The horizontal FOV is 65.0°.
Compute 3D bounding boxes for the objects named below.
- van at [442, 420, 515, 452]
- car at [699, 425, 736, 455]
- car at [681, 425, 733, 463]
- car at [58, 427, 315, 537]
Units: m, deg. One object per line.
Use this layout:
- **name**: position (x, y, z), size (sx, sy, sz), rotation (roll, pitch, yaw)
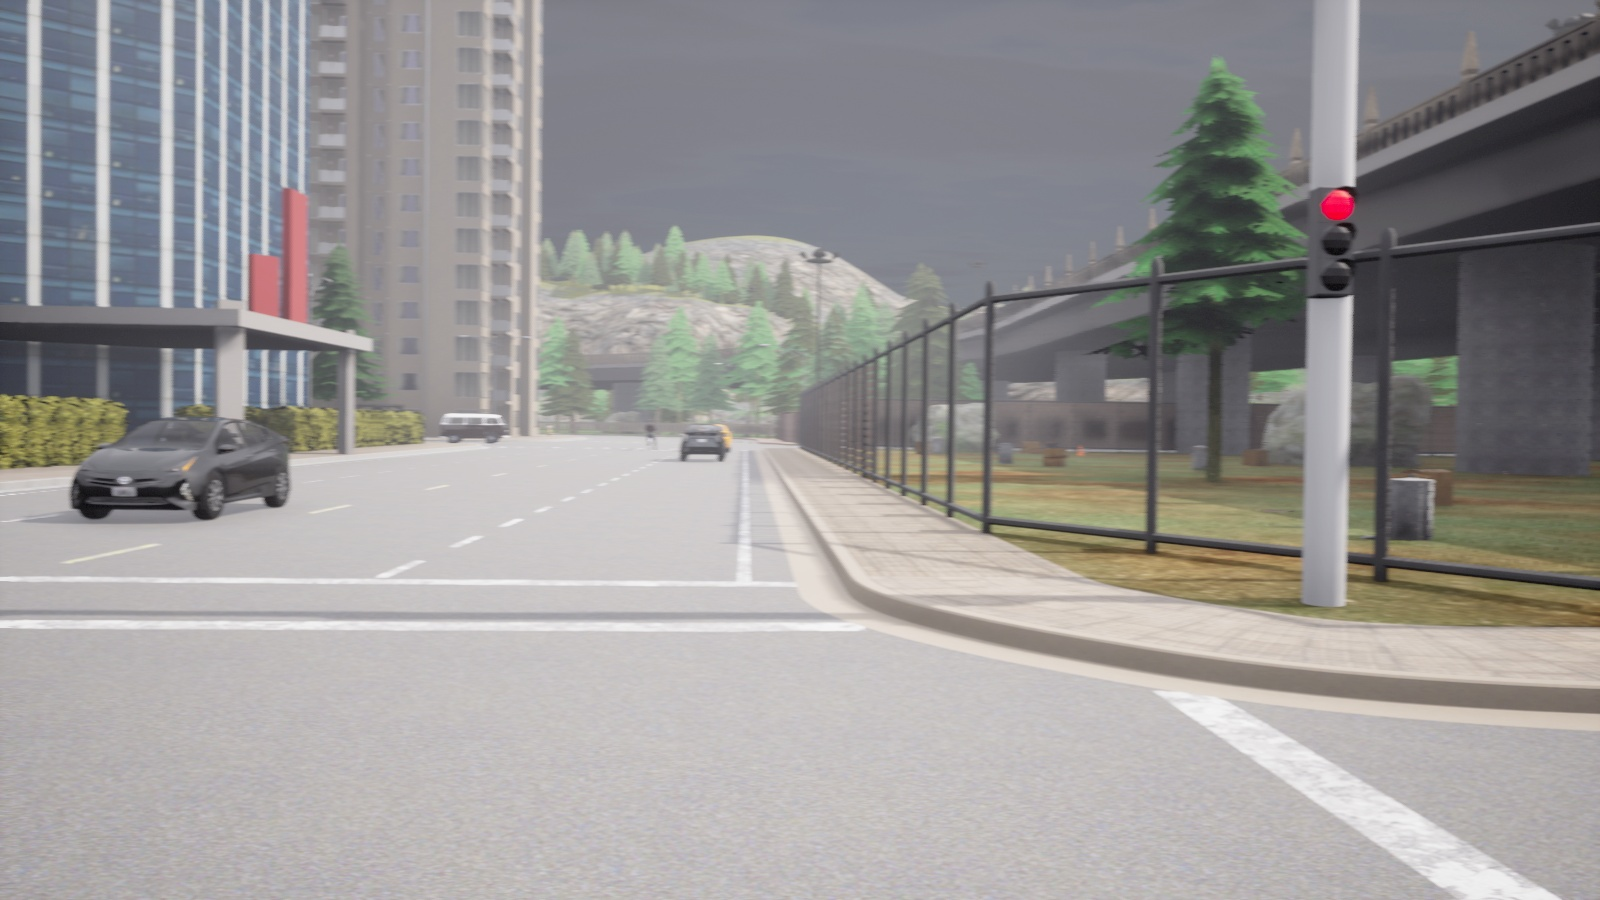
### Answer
- **van**: position (-21.661, -0.955, 84.835), size (4.480, 2.038, 2.069), rotation (-1, 1, -6)
- **car**: position (-4.513, -0.571, 68.906), size (1.882, 1.535, 5.008), rotation (-1, 1, -2)
- **car**: position (-3.840, -0.281, 52.357), size (2.007, 1.525, 4.514), rotation (-1, 1, -2)
- **car**: position (-9.528, 0.407, 19.999), size (2.007, 1.525, 4.514), rotation (-1, 1, -2)
